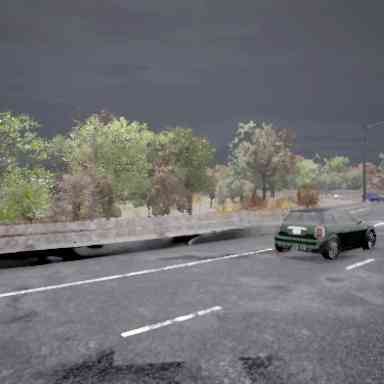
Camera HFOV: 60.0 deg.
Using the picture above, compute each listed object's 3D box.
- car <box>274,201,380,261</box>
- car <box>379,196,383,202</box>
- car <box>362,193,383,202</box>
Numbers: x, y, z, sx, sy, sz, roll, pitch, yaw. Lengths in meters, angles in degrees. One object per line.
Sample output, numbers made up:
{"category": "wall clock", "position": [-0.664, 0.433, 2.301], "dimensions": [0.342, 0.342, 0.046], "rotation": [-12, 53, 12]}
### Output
{"category": "car", "position": [5.186, 1.378, 12.739], "dimensions": [4.553, 1.767, 2.097], "rotation": [0, 0, -41]}
{"category": "car", "position": [41.764, 1.507, 70.575], "dimensions": [2.033, 1.411, 5.357], "rotation": [0, 0, 9]}
{"category": "car", "position": [38.332, 1.202, 71.274], "dimensions": [2.150, 2.045, 5.566], "rotation": [0, 0, 9]}
